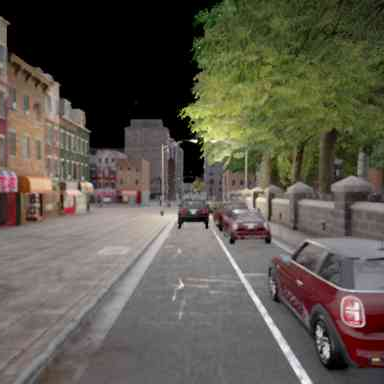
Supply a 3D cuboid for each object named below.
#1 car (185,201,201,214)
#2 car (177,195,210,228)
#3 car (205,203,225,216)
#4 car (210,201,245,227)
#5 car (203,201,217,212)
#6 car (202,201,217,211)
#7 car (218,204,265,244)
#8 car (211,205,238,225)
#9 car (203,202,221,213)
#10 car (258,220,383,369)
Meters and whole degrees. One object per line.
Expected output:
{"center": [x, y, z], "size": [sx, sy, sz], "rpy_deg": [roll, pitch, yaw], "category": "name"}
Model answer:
{"center": [0.092, 1.940, 41.608], "size": [1.837, 1.490, 4.892], "rpy_deg": [0, -1, 0], "category": "car"}
{"center": [0.094, 1.463, 24.559], "size": [2.150, 2.045, 5.566], "rpy_deg": [0, 0, 0], "category": "car"}
{"center": [2.614, 1.965, 38.541], "size": [1.947, 1.339, 4.313], "rpy_deg": [-1, -1, 0], "category": "car"}
{"center": [2.613, 1.530, 22.194], "size": [2.192, 1.841, 5.009], "rpy_deg": [-1, -1, 0], "category": "car"}
{"center": [2.663, 2.056, 49.152], "size": [1.752, 1.417, 4.829], "rpy_deg": [-1, -1, 0], "category": "car"}
{"center": [2.638, 2.106, 51.126], "size": [2.008, 1.369, 4.403], "rpy_deg": [-1, -1, 0], "category": "car"}
{"center": [2.617, 1.599, 16.743], "size": [1.967, 1.590, 4.097], "rpy_deg": [-1, -1, 0], "category": "car"}
{"center": [2.617, 1.856, 27.641], "size": [1.802, 1.307, 4.206], "rpy_deg": [-1, -1, 0], "category": "car"}
{"center": [2.613, 2.017, 43.991], "size": [2.008, 1.369, 4.403], "rpy_deg": [-1, -1, 0], "category": "car"}
{"center": [2.620, 1.494, 5.843], "size": [1.967, 1.590, 4.097], "rpy_deg": [-1, -1, 0], "category": "car"}
